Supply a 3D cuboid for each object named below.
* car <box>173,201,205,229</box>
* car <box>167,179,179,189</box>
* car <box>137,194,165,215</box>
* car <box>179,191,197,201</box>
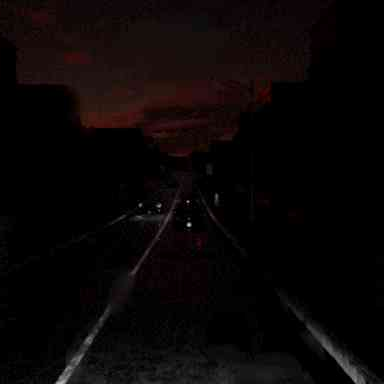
[{"bbox_3d":[-0.201,1.497,21.022,1.895,1.301,4.718,0,1,-1],"label":"car"},{"bbox_3d":[-4.031,-1.768,70.030,2.150,2.045,5.566,0,4,-1],"label":"car"},{"bbox_3d":[-3.524,0.989,29.461,2.097,1.767,4.553,0,2,-1],"label":"car"},{"bbox_3d":[-0.465,0.630,38.867,1.837,1.490,4.892,0,4,-1],"label":"car"}]
